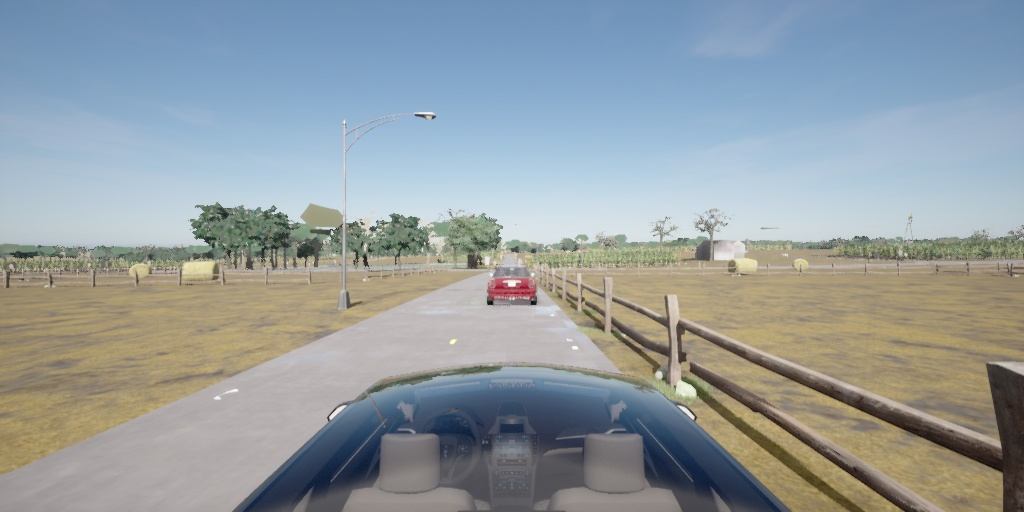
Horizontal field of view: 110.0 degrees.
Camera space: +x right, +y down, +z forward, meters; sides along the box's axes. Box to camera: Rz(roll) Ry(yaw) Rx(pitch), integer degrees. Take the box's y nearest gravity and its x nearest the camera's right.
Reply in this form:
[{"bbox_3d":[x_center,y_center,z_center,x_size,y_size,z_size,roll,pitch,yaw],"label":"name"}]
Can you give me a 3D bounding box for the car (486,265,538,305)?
[{"bbox_3d":[0.000,1.180,16.481,2.097,1.767,4.553,0,0,0],"label":"car"}]
